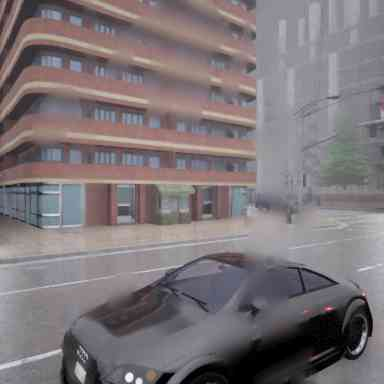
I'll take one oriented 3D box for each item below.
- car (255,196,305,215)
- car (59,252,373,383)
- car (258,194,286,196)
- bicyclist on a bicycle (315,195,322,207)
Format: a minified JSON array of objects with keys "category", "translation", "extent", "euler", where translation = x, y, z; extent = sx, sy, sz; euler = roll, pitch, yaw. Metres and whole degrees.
[{"category":"car","translation":[8.866,1.491,32.937],"extent":[2.128,1.511,4.902],"euler":[0,0,-36]},{"category":"car","translation":[0.533,1.564,4.378],"extent":[4.181,1.385,1.994],"euler":[0,0,-36]},{"category":"car","translation":[9.692,1.222,37.735],"extent":[2.150,2.045,5.566],"euler":[0,0,-36]},{"category":"bicyclist on a bicycle","translation":[17.805,1.301,46.934],"extent":[1.656,1.620,0.582],"euler":[0,0,-36]}]
